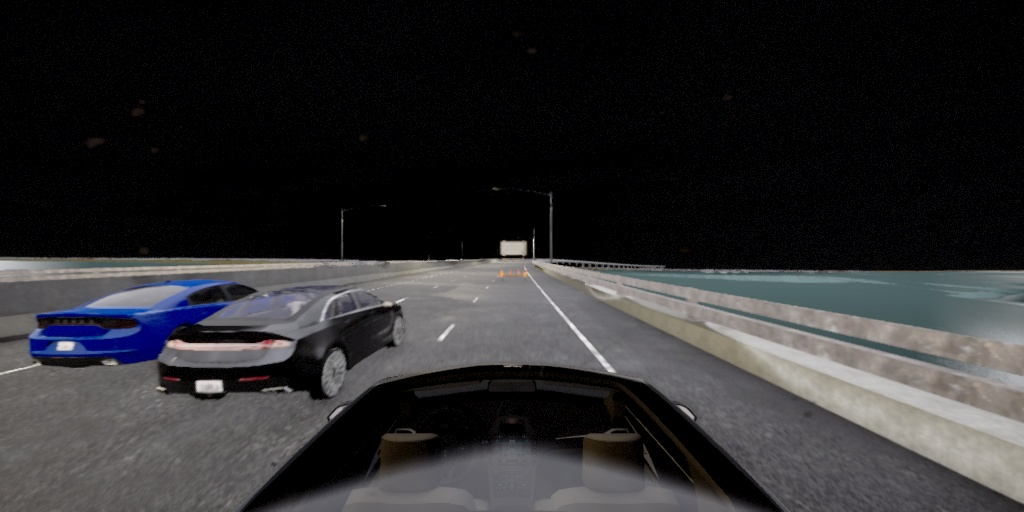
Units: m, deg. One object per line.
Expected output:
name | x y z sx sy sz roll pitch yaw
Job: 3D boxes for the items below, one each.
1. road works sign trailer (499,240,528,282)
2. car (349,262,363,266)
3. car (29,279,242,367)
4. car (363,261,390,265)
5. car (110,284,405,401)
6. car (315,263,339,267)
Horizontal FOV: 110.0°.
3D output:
road works sign trailer | 0.140 0.369 31.397 2.380 3.560 2.880 0 0 1
car | -20.655 1.529 48.808 2.033 1.411 5.357 0 0 2
car | -6.892 1.256 8.017 1.882 1.535 5.008 0 0 0
car | -17.209 1.479 47.039 1.837 1.490 4.892 0 0 1
car | -3.394 1.264 6.452 2.128 1.511 4.902 0 0 0
car | -24.195 1.572 47.162 1.895 1.301 4.718 0 0 2
